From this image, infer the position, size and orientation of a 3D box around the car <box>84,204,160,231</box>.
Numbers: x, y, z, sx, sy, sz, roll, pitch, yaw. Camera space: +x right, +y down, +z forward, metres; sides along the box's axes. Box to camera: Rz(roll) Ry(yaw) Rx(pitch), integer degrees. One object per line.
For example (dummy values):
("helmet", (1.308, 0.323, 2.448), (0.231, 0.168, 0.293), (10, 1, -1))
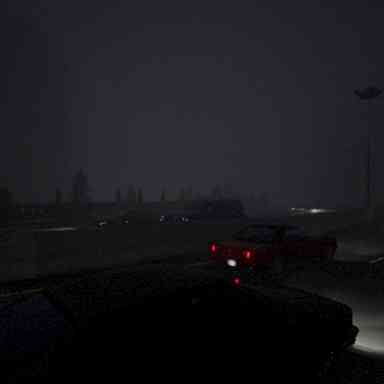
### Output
("car", (-4.726, 1.670, 23.010), (4.892, 1.490, 1.837), (1, 0, -43))

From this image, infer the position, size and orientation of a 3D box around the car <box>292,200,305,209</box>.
("car", (18.612, 2.112, 57.986), (1.812, 1.442, 4.674), (0, 0, 21))

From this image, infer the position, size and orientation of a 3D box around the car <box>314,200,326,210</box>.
("car", (21.015, 2.061, 54.472), (2.128, 1.511, 4.902), (0, 0, 22))

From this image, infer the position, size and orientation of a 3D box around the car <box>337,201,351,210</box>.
("car", (24.455, 2.146, 53.644), (1.994, 1.385, 4.181), (0, 0, 22))

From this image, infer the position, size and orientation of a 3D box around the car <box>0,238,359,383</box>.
("car", (-0.304, 1.577, 3.678), (5.357, 1.411, 2.033), (1, -1, -37))

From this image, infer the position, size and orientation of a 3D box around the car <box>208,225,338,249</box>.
("car", (2.795, 1.706, 10.699), (4.718, 1.301, 1.895), (1, -1, -41))

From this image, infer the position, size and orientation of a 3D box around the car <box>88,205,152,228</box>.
("car", (-3.650, 1.666, 19.287), (4.674, 1.442, 1.812), (1, -1, -42))

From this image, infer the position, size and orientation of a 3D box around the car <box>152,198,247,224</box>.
("car", (0.790, 1.380, 18.551), (5.566, 2.045, 2.150), (1, -1, -43))
